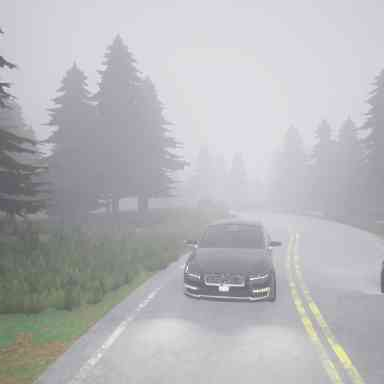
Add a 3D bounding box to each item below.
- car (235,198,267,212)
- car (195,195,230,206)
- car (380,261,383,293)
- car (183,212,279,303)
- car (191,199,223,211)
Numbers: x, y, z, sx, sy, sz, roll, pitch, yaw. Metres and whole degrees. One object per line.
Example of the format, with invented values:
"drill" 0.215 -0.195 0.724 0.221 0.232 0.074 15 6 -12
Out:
"car" 6.261 1.409 35.741 1.837 1.490 4.892 2 -1 -15
"car" 2.315 1.159 35.642 2.097 1.767 4.553 1 -1 -21
"car" 4.501 1.308 4.651 2.097 1.767 4.553 -1 0 9
"car" 1.105 1.496 8.427 1.837 1.490 4.892 -1 0 13
"car" 1.992 1.798 44.873 1.812 1.442 4.674 3 -5 -35
